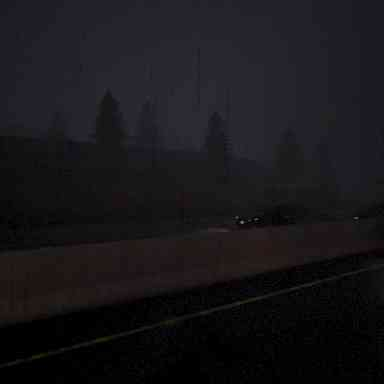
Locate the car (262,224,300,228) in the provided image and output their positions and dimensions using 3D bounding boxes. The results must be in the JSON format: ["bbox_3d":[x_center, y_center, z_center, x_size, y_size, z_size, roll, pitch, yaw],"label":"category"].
[{"bbox_3d":[4.804,1.467,20.313,4.892,1.490,1.837,0,0,-36],"label":"car"}]

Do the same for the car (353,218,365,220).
[{"bbox_3d":[12.568,1.497,21.645,5.357,1.411,2.033,0,0,-37],"label":"car"}]
